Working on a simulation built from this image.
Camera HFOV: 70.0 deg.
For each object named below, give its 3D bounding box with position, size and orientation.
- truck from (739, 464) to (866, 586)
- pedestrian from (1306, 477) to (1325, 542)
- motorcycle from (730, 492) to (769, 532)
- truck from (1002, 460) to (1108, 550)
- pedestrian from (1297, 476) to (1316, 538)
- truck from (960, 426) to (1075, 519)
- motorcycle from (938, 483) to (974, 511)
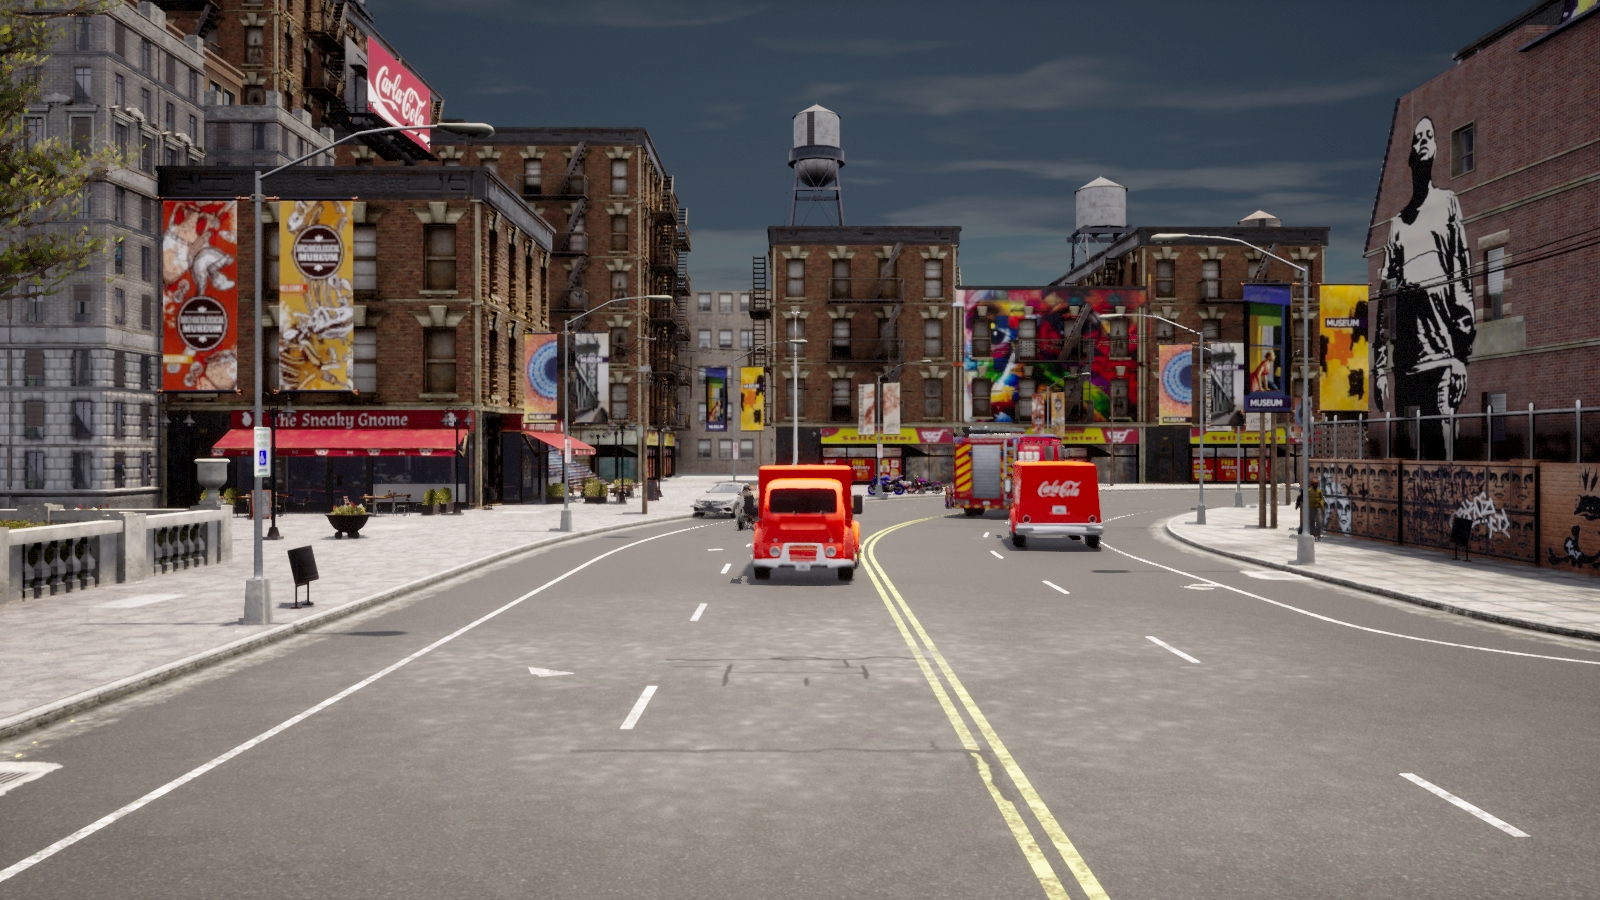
[{"bbox_3d":[0.126,1.579,26.177,2.627,2.467,5.204,0,0,2],"label":"truck"},{"bbox_3d":[14.831,1.709,32.881,0.375,1.860,0.375,0,0,-6],"label":"pedestrian"},{"bbox_3d":[-1.784,2.186,40.708,0.764,1.277,2.356,0,0,14],"label":"motorcycle"},{"bbox_3d":[7.619,1.582,34.687,2.627,2.467,5.204,0,0,7],"label":"truck"},{"bbox_3d":[15.326,1.710,34.573,0.375,1.860,0.375,0,0,-11],"label":"pedestrian"},{"bbox_3d":[9.944,0.911,51.474,2.891,3.827,8.468,0,0,27],"label":"truck"},{"bbox_3d":[7.490,2.227,54.681,0.867,1.251,2.209,0,0,32],"label":"motorcycle"}]
